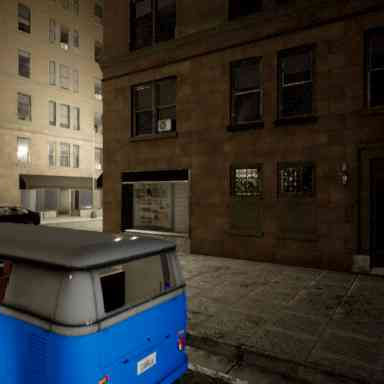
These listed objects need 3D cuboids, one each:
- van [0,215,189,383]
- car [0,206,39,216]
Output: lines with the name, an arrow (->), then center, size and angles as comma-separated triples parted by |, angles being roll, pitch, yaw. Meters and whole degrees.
van -> -1.966, 1.341, 4.085 | 3.998, 1.788, 1.690 | 0, 0, 33
car -> -10.851, 1.550, 18.328 | 2.128, 1.511, 4.902 | 0, 0, 33
